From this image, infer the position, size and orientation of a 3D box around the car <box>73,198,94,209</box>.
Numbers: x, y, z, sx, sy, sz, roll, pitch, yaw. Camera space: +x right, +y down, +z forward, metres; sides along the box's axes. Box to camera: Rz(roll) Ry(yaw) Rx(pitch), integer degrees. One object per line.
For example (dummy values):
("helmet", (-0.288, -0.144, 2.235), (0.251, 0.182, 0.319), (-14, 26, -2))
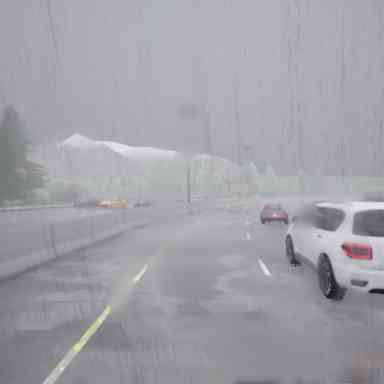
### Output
("car", (-14.198, 1.513, 45.581), (1.882, 1.535, 5.008), (0, 0, 17))

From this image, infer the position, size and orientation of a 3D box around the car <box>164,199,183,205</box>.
("car", (-2.544, 1.644, 47.582), (1.994, 1.385, 4.181), (0, 0, 19))

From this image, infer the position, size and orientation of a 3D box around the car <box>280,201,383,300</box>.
("car", (3.980, 1.251, 8.511), (2.150, 2.045, 5.566), (0, 0, 4))

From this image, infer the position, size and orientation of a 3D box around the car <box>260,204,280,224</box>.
("car", (6.266, 1.633, 25.590), (1.994, 1.385, 4.181), (0, 0, 11))

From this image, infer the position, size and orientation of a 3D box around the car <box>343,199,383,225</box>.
("car", (13.450, 1.446, 25.820), (2.097, 1.767, 4.553), (0, 0, 11))

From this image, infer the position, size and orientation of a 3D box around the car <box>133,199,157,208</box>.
("car", (-6.560, 1.628, 46.556), (1.994, 1.385, 4.181), (0, 0, 18))

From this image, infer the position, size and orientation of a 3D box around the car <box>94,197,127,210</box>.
("car", (-10.677, 1.524, 45.116), (1.882, 1.535, 5.008), (0, 0, 17))

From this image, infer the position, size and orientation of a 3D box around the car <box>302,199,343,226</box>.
("car", (9.750, 1.432, 25.174), (2.097, 1.767, 4.553), (0, 0, 11))

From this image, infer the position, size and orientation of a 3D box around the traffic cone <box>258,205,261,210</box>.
("traffic cone", (9.068, 2.069, 44.654), (0.340, 0.580, 0.340), (0, 0, 18))

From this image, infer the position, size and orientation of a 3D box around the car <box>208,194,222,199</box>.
("car", (5.804, 1.264, 82.049), (1.882, 1.535, 5.008), (0, 0, 31))

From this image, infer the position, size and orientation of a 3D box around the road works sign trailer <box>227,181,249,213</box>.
("road works sign trailer", (5.480, 0.554, 38.468), (2.380, 3.560, 2.880), (0, 0, 18))
